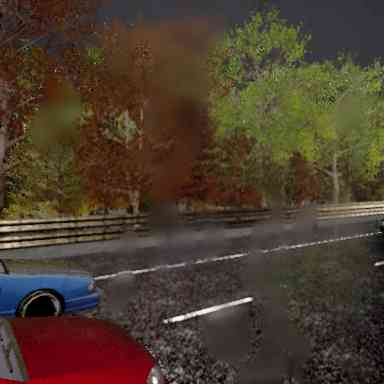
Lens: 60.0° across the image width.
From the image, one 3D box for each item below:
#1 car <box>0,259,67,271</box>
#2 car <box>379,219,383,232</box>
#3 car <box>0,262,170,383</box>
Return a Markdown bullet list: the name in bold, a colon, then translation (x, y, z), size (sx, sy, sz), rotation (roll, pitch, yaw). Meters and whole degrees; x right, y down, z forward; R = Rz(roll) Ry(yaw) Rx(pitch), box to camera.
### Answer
- **car**: translation (-4.254, 1.551, 5.052), size (5.357, 1.411, 2.033), rotation (0, 0, -35)
- **car**: translation (11.030, 1.478, 15.989), size (4.718, 1.301, 1.895), rotation (0, 0, -36)
- **car**: translation (-2.172, 1.568, 2.216), size (4.181, 1.385, 1.994), rotation (0, 0, -35)
